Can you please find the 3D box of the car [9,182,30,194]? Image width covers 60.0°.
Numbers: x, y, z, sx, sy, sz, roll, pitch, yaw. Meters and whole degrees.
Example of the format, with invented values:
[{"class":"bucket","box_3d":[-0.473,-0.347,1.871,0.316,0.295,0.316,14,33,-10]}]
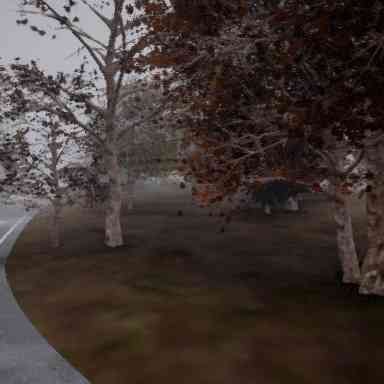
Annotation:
[{"class":"car","box_3d":[-22.292,-0.583,43.157,1.882,1.535,5.008,0,4,-14]}]
